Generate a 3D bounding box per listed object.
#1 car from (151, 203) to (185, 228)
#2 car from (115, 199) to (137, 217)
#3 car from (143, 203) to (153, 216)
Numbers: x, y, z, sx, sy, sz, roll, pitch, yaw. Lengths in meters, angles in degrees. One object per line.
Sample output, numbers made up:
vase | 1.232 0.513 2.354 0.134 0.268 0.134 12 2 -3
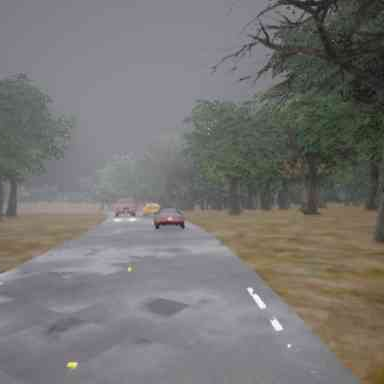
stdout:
car | -1.658 1.716 23.229 1.994 1.385 4.181 0 -1 -8
car | -7.589 1.778 38.022 2.150 2.045 5.566 0 -2 -13
car | -4.914 2.074 40.515 1.882 1.535 5.008 0 -1 -13
